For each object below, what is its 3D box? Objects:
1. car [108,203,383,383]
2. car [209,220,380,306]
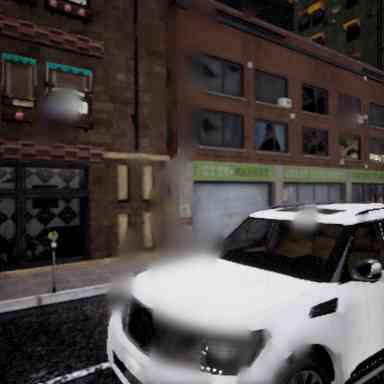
[{"bbox_3d":[1.730,1.216,4.596,5.566,2.045,2.150,0,0,-35],"label":"car"},{"bbox_3d":[2.740,1.556,8.523,4.313,1.339,1.947,0,0,-35],"label":"car"}]
